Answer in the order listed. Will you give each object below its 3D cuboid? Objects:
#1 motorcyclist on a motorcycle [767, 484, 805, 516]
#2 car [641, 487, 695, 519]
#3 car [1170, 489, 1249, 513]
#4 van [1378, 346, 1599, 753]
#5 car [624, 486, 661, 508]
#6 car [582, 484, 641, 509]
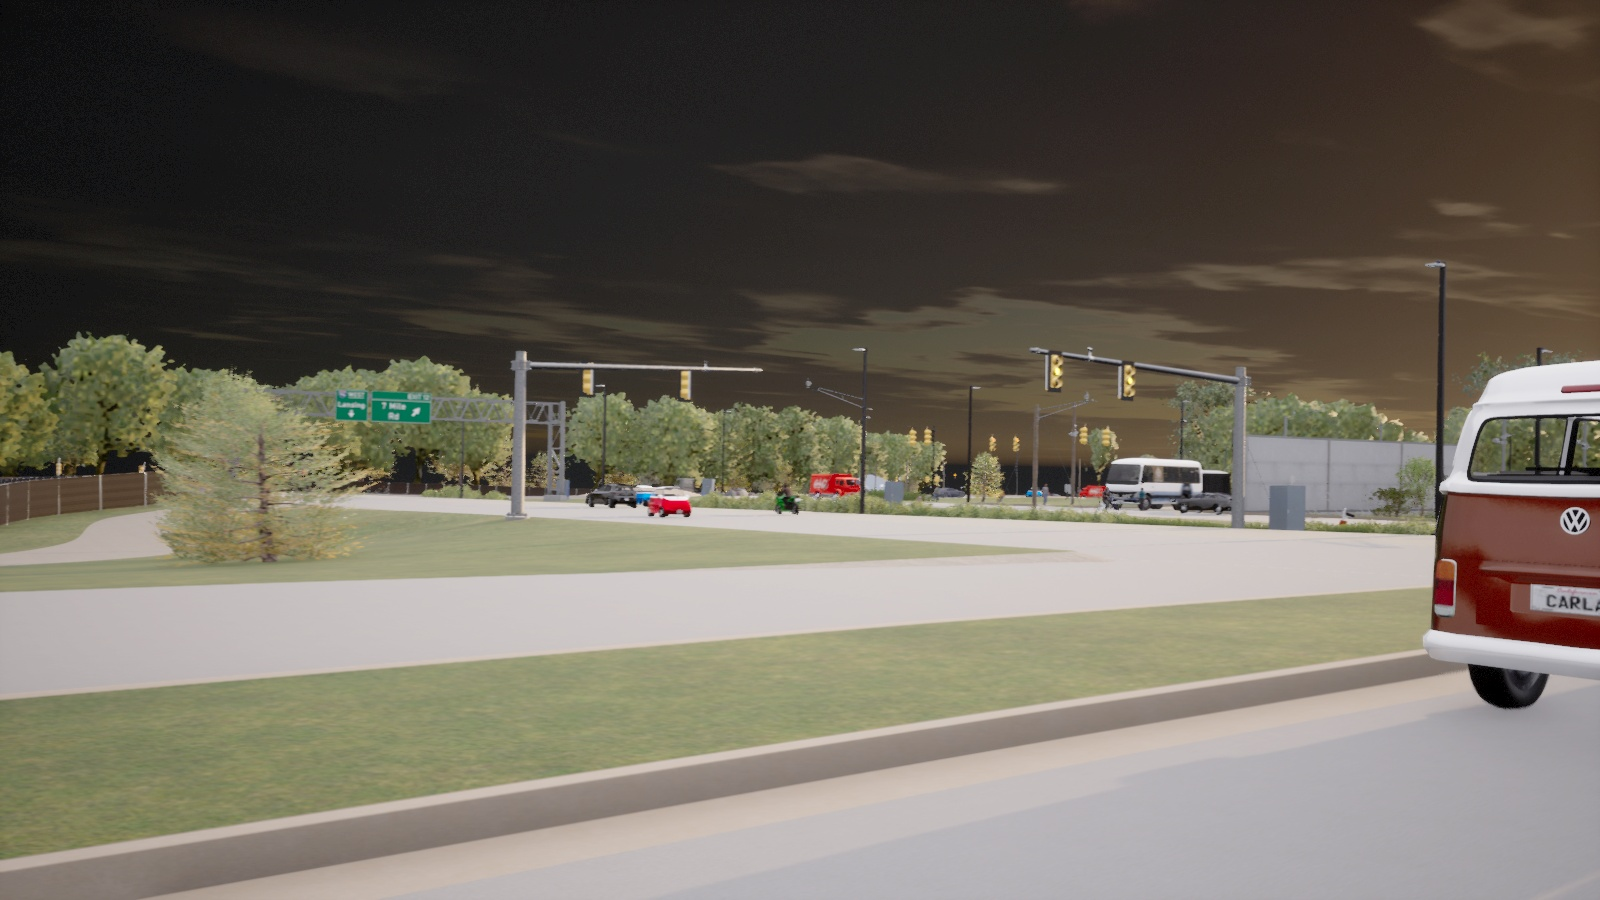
[{"bbox_3d":[-0.670,2.386,60.353,0.797,1.523,2.044,1,-2,-34],"label":"motorcyclist on a motorcycle"},{"bbox_3d":[-5.858,2.313,55.540,1.481,1.376,2.207,1,-2,-34],"label":"car"},{"bbox_3d":[28.020,3.497,86.072,2.128,1.511,4.902,1,-1,-34],"label":"car"},{"bbox_3d":[5.773,0.524,7.676,4.480,2.038,2.069,1,-1,-35],"label":"van"},{"bbox_3d":[-10.043,2.975,80.208,1.481,1.376,2.207,1,-2,-34],"label":"car"},{"bbox_3d":[-11.446,2.816,76.067,1.816,1.474,4.193,1,-2,-34],"label":"car"}]
